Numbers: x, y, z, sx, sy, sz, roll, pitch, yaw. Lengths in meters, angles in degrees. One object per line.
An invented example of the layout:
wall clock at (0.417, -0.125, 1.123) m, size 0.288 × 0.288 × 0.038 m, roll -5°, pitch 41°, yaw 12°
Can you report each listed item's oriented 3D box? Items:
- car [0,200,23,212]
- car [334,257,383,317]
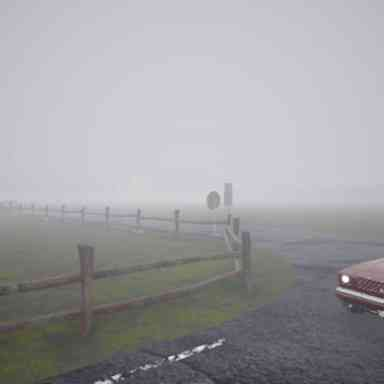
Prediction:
car at (-25.155, 1.852, 46.201) m, size 2.097 × 1.767 × 4.553 m, roll 0°, pitch -1°, yaw -44°
car at (4.790, 1.561, 6.339) m, size 4.718 × 1.301 × 1.895 m, roll 0°, pitch 0°, yaw -35°
